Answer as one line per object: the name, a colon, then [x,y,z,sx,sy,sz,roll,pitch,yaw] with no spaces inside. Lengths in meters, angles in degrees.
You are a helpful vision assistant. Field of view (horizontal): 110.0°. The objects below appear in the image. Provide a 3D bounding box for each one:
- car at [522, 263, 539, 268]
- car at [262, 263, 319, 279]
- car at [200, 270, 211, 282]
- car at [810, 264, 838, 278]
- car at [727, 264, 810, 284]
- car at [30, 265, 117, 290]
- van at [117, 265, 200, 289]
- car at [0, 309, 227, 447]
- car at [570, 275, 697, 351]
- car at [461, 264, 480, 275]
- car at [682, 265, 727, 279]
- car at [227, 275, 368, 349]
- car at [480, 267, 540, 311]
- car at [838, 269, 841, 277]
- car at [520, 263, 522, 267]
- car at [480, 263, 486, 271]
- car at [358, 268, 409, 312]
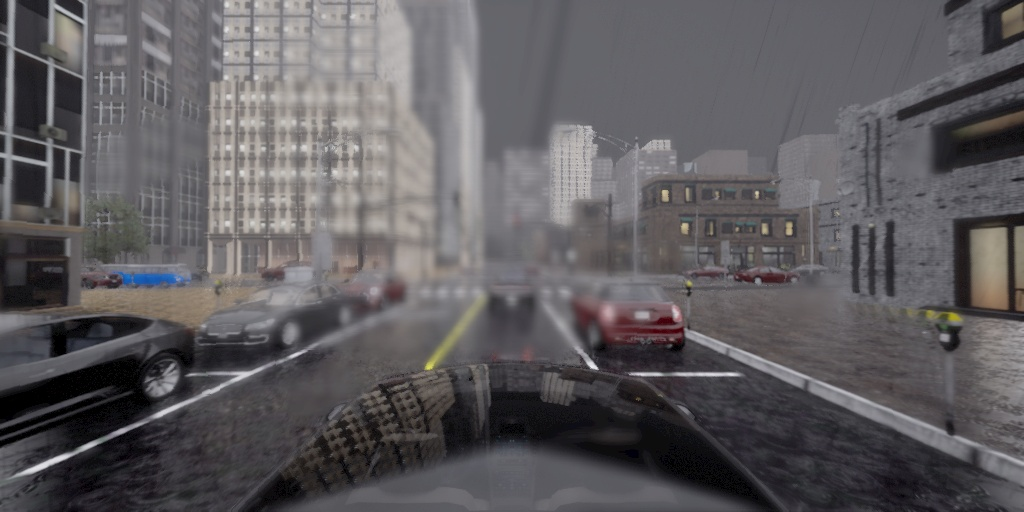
car: [2.689,1.813,47.269,1.888,1.381,4.507,0,0,0]
car: [-21.123,1.572,34.604,5.009,1.841,2.192,0,0,-1]
car: [-31.533,1.875,34.446,4.403,1.370,2.007,0,0,-1]
car: [28.809,1.479,35.363,4.403,1.370,2.007,0,0,-1]
car: [19.073,1.433,26.834,4.507,1.381,1.888,0,0,-1]
car: [-31.412,1.533,26.067,5.009,1.841,2.192,0,0,-1]
van: [-25.715,1.522,26.154,3.998,1.789,1.690,0,0,-1]
car: [-5.690,1.338,3.731,1.948,1.339,4.313,0,0,0]
car: [2.691,1.274,9.266,1.967,1.591,4.097,0,0,0]
car: [-5.693,1.851,47.269,1.802,1.307,4.207,0,0,0]
car: [18.946,1.576,35.213,4.207,1.307,1.802,0,0,-1]
car: [-5.691,1.385,9.267,2.007,1.370,4.403,0,0,0]
car: [-0.006,1.395,15.338,2.128,1.511,4.902,0,0,0]
car: [34.334,1.458,35.447,4.313,1.339,1.948,0,0,-1]
car: [2.688,1.981,58.351,1.802,1.307,4.207,0,0,0]
car: [-5.693,1.925,58.180,1.751,1.417,4.829,0,0,0]
car: [-5.691,1.336,14.804,1.967,1.591,4.097,0,0,0]
